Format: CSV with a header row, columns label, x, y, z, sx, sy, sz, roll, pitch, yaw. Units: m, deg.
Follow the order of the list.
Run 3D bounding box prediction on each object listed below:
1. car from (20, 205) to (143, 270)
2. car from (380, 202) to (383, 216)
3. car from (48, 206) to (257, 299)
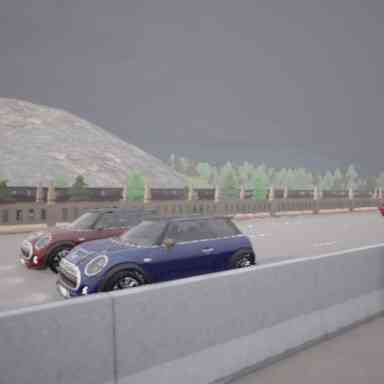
label,x,y,z,sx,sy,sz,roll,pitch,yaw
car,-2.848,1.323,10.523,4.553,1.767,2.097,0,0,-35
car,19.446,1.195,30.352,5.566,2.045,2.150,0,0,-35
car,-0.661,1.333,7.783,4.553,1.767,2.097,0,0,-35
